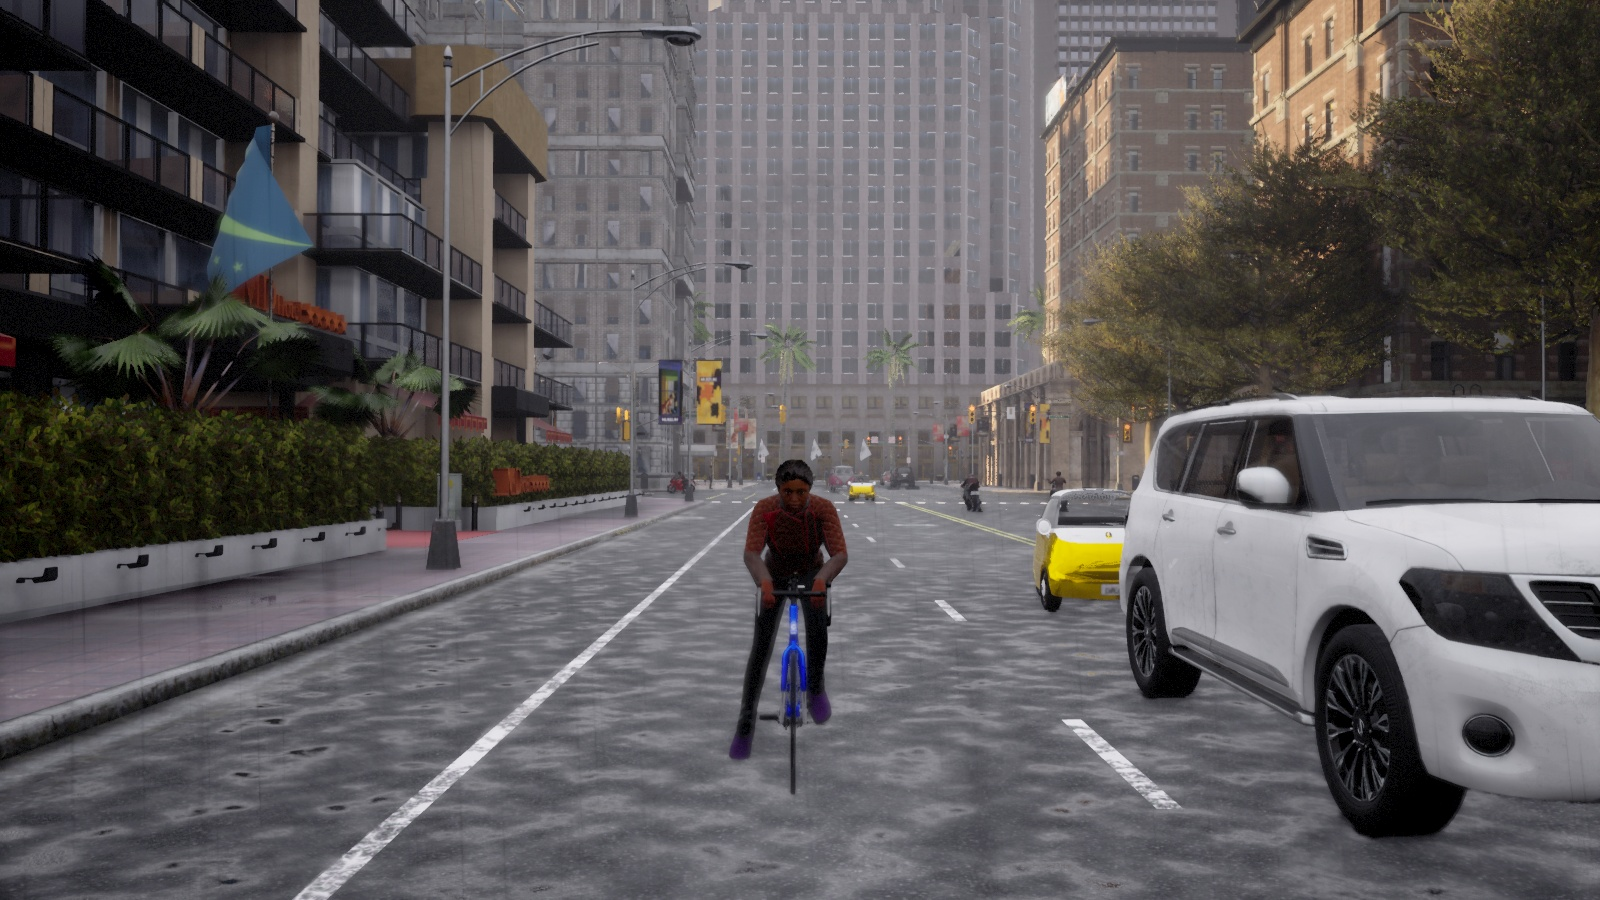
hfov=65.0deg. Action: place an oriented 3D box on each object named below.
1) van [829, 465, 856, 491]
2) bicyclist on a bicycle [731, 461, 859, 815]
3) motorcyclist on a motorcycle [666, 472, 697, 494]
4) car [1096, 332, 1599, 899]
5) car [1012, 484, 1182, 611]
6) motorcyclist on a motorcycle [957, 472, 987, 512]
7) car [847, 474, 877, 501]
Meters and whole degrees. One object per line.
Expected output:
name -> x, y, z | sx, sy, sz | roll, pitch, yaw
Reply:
van -> 3.304, 2.200, 98.260 | 1.775, 1.987, 4.442 | 0, -1, -3
bicyclist on a bicycle -> -0.026, 0.878, 6.606 | 0.582, 1.620, 1.656 | 0, -1, 0
motorcyclist on a motorcycle -> -8.206, 2.286, 86.958 | 2.044, 1.523, 0.797 | 0, -1, -22
car -> 3.470, 0.642, 7.276 | 2.150, 2.045, 5.566 | 0, -1, 0
car -> 3.445, 1.105, 14.898 | 1.481, 1.376, 2.207 | 0, -1, 0
motorcyclist on a motorcycle -> 6.820, 1.657, 49.830 | 0.866, 1.530, 2.191 | 0, -1, 0
car -> 3.261, 1.968, 66.342 | 1.481, 1.376, 2.207 | 0, -1, 0
